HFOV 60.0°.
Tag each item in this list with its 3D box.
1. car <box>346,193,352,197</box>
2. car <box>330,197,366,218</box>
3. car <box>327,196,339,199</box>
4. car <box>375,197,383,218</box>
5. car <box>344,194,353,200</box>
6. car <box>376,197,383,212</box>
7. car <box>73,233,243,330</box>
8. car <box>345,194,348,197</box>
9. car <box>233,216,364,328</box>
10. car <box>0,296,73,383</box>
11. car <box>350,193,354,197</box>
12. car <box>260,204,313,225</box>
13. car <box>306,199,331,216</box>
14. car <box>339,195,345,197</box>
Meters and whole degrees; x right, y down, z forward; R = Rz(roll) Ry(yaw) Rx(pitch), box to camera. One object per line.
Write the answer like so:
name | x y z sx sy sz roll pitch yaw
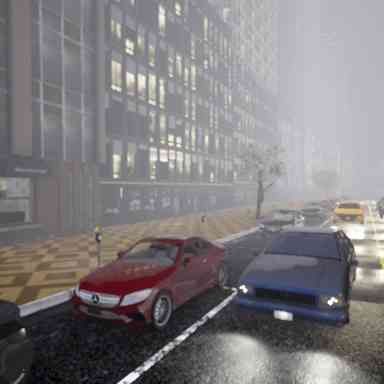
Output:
car | 28.378 1.388 62.416 1.947 1.339 4.313 -1 0 28
car | 11.246 1.410 23.742 1.882 1.535 5.008 0 0 28
car | 15.234 1.483 37.220 1.802 1.307 4.206 -1 0 28
car | 17.321 1.257 28.706 2.097 1.767 4.553 0 0 28
car | 38.893 1.197 82.572 1.967 1.590 4.097 -1 0 28
car | 22.261 1.380 38.184 1.837 1.490 4.892 0 0 28
car | -0.540 1.576 6.985 1.802 1.307 4.206 -1 0 28
car | 23.042 1.380 52.187 1.752 1.417 4.829 -1 0 28
car | 2.683 1.530 7.533 2.033 1.411 5.357 0 0 28
car | -3.169 1.560 1.946 2.008 1.369 4.403 -1 0 28
car | 33.636 1.341 72.494 2.008 1.369 4.403 -1 0 28
car | 4.718 1.514 17.064 2.008 1.369 4.403 -1 0 28
car | 9.976 1.483 27.141 2.008 1.369 4.403 -1 0 28
car | 17.861 1.326 42.259 1.967 1.590 4.097 -1 0 28
